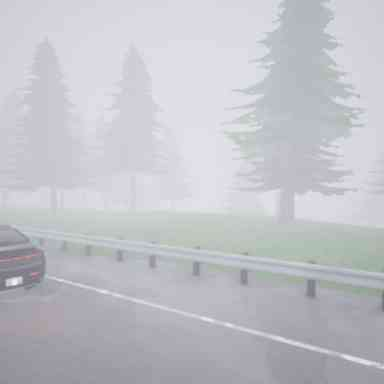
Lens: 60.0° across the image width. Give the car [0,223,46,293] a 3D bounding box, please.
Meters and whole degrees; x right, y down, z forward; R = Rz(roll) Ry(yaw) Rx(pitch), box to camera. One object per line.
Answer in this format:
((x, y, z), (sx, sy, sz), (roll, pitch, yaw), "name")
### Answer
((-5.396, 1.471, 7.842), (4.892, 1.490, 1.837), (0, 0, 36), "car")
